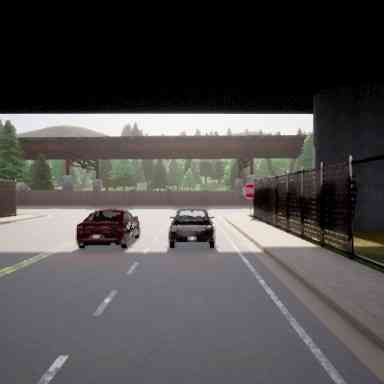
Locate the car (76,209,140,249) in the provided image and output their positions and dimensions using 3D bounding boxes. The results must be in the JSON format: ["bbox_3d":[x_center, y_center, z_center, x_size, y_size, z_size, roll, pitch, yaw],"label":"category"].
[{"bbox_3d":[-3.500,1.484,14.650,1.882,1.535,5.008,0,0,0],"label":"car"}]

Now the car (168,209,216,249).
[{"bbox_3d":[0.000,1.494,14.650,2.128,1.511,4.902,0,0,0],"label":"car"}]
